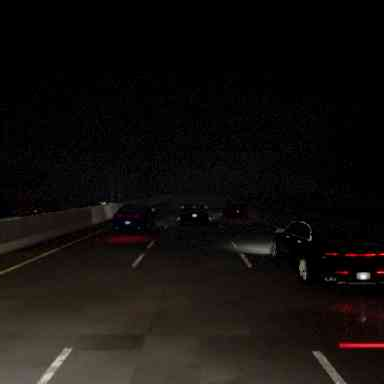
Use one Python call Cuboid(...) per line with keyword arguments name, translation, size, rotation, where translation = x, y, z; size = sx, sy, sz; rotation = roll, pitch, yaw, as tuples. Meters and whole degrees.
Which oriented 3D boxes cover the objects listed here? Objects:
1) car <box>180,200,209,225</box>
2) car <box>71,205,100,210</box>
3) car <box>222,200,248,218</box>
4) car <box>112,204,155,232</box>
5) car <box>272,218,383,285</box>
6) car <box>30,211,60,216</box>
Cuboid(name="car", translation=(0.182, 1.514, 23.899), size=(1.994, 1.385, 4.181), rotation=(0, 0, 0))
Cuboid(name="car", translation=(-10.452, 1.453, 32.721), size=(1.837, 1.490, 4.892), rotation=(0, 0, 0))
Cuboid(name="car", translation=(3.718, 1.411, 29.270), size=(1.882, 1.535, 5.008), rotation=(0, 0, 0))
Cuboid(name="car", translation=(-3.344, 1.441, 19.822), size=(1.882, 1.535, 5.008), rotation=(0, 0, 0))
Cuboid(name="car", translation=(3.597, 1.482, 9.379), size=(1.837, 1.490, 4.892), rotation=(0, 1, 0))
Cuboid(name="car", translation=(-13.960, 1.519, 31.681), size=(1.994, 1.385, 4.181), rotation=(0, 0, 0))
